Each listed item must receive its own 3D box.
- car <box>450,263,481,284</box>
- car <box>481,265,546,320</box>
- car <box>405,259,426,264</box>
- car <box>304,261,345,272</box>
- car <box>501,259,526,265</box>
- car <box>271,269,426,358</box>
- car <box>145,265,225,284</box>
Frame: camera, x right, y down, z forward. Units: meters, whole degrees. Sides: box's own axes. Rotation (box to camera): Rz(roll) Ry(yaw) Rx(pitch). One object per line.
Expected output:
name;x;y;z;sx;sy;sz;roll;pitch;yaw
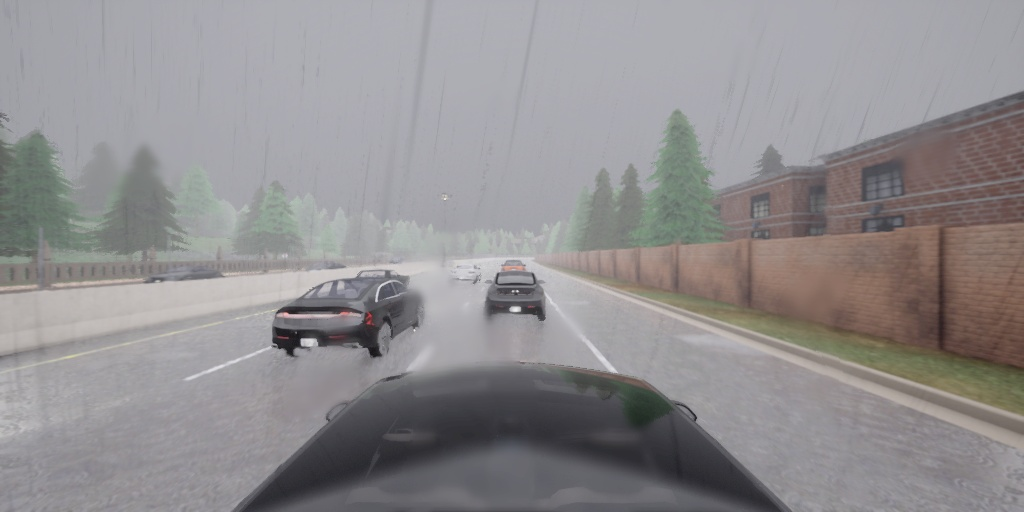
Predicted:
car;-3.397;1.274;26.821;1.812;1.442;4.674;0;0;0
car;0.107;1.252;12.556;1.837;1.490;4.892;0;0;0
car;-14.032;1.224;53.544;1.882;1.535;5.008;0;0;0
car;-17.557;1.238;33.828;2.128;1.511;4.902;0;0;0
car;0.119;1.101;30.539;2.097;1.767;4.553;0;0;0
car;-3.397;1.241;8.453;2.128;1.511;4.902;0;0;0
car;-21.078;1.311;23.350;1.994;1.385;4.181;0;0;0
